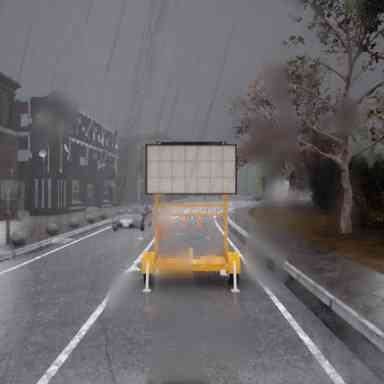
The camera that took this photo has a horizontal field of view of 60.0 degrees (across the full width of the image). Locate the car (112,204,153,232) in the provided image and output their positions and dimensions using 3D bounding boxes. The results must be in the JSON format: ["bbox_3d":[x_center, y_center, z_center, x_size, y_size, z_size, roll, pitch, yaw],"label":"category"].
[{"bbox_3d":[-3.553,1.497,20.464,2.128,1.511,4.902,0,0,1],"label":"car"}]

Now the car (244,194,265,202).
[{"bbox_3d":[12.780,1.218,68.151,4.902,1.511,2.128,-1,0,-36],"label":"car"}]

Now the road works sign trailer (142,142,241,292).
[{"bbox_3d":[-0.019,0.467,8.909,2.380,3.560,2.880,0,0,0],"label":"road works sign trailer"}]
